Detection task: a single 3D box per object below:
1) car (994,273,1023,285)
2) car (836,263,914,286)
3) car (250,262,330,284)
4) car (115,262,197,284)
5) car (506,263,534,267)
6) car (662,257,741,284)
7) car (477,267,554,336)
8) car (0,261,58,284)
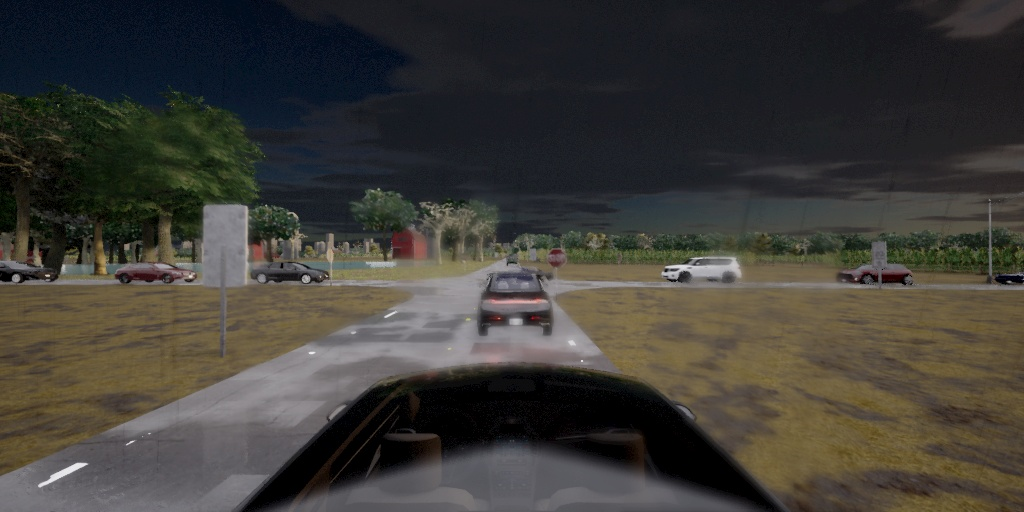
[{"bbox_3d":[40.679,1.693,27.739,4.718,1.301,1.895,1,-1,0],"label":"car"},{"bbox_3d":[27.955,1.326,27.769,4.553,1.767,2.097,0,-1,0],"label":"car"},{"bbox_3d":[-15.287,1.163,24.859,4.892,1.490,1.837,0,-1,-2],"label":"car"},{"bbox_3d":[-24.574,1.151,24.801,4.674,1.442,1.812,0,-1,0],"label":"car"},{"bbox_3d":[0.536,1.330,23.844,4.718,1.301,1.895,1,0,-42],"label":"car"},{"bbox_3d":[14.626,1.091,27.770,5.566,2.045,2.150,0,-1,0],"label":"car"},{"bbox_3d":[0.059,1.243,10.360,2.128,1.511,4.902,0,0,-1],"label":"car"},{"bbox_3d":[-34.631,1.085,24.808,5.008,1.535,1.882,0,-1,0],"label":"car"}]
